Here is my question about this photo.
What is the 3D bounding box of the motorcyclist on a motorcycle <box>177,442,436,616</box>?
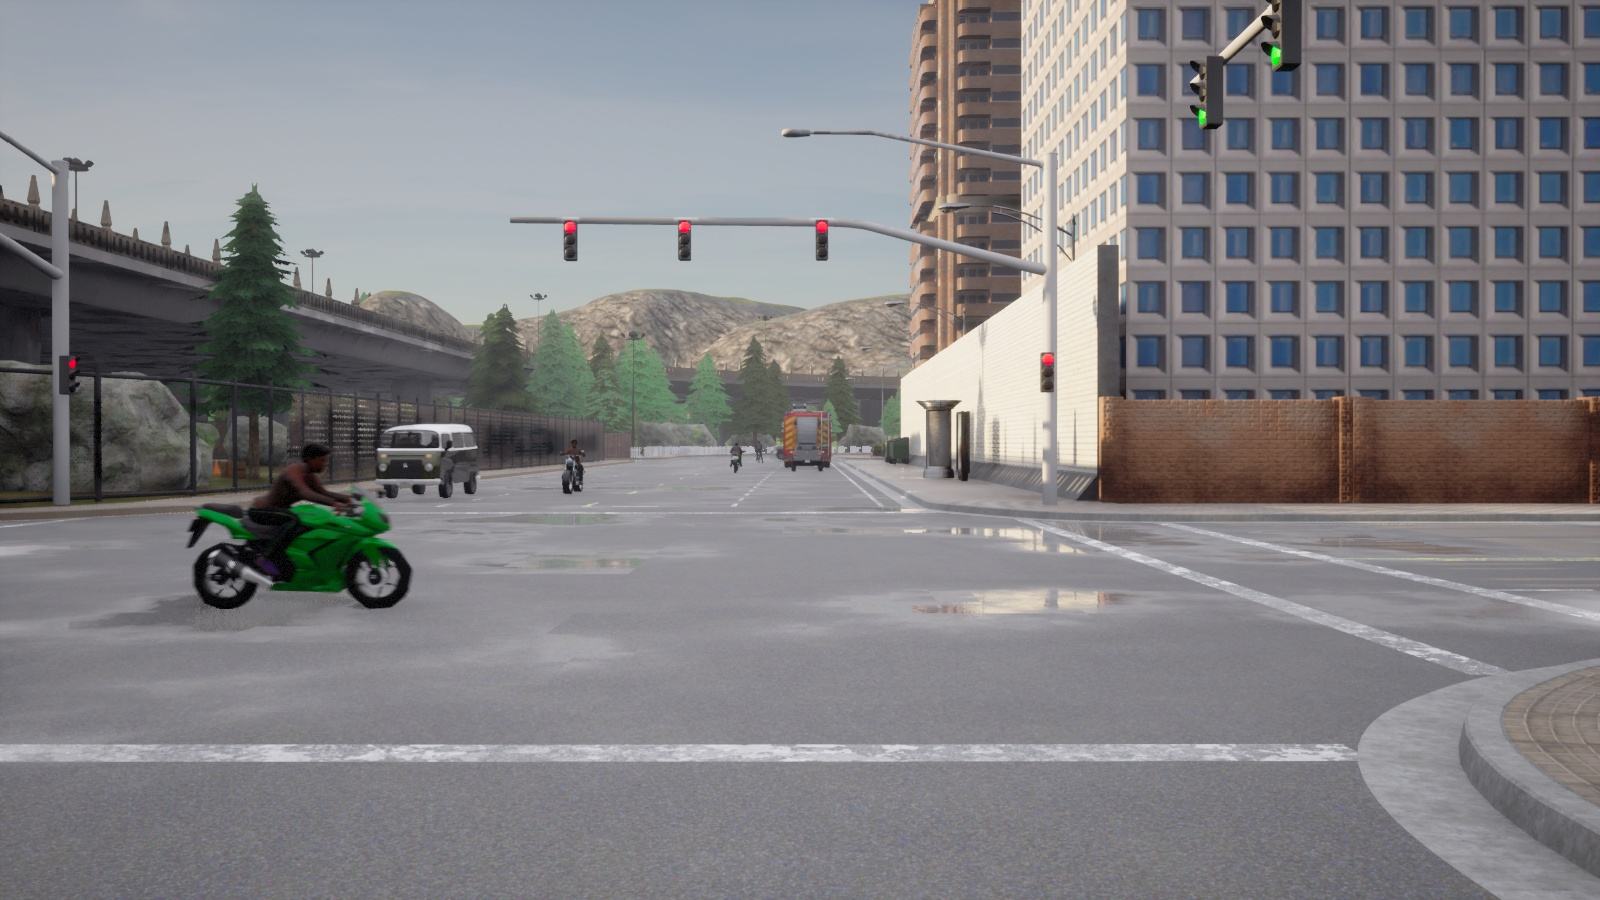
[{"bbox_3d":[-4.453,0.692,11.435,2.044,1.523,0.797,0,0,0],"label":"motorcyclist on a motorcycle"}]

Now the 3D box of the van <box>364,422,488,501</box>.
[{"bbox_3d":[-10.295,0.260,34.942,2.069,2.038,4.480,0,1,0],"label":"van"}]

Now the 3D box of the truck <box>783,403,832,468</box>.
[{"bbox_3d":[0.443,-0.860,78.360,2.891,3.827,8.468,0,0,0],"label":"truck"}]

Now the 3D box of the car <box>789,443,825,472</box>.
[{"bbox_3d":[0.381,0.380,67.227,1.845,1.501,3.633,0,0,0],"label":"car"}]

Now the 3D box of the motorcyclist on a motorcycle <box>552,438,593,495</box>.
[{"bbox_3d":[-6.781,0.480,37.514,0.766,1.649,2.350,0,0,0],"label":"motorcyclist on a motorcycle"}]
